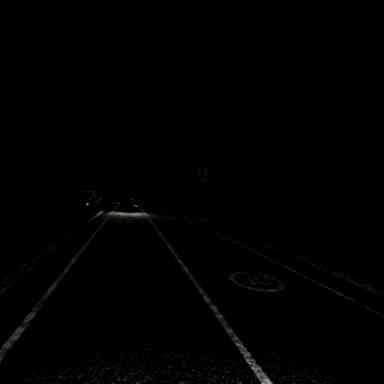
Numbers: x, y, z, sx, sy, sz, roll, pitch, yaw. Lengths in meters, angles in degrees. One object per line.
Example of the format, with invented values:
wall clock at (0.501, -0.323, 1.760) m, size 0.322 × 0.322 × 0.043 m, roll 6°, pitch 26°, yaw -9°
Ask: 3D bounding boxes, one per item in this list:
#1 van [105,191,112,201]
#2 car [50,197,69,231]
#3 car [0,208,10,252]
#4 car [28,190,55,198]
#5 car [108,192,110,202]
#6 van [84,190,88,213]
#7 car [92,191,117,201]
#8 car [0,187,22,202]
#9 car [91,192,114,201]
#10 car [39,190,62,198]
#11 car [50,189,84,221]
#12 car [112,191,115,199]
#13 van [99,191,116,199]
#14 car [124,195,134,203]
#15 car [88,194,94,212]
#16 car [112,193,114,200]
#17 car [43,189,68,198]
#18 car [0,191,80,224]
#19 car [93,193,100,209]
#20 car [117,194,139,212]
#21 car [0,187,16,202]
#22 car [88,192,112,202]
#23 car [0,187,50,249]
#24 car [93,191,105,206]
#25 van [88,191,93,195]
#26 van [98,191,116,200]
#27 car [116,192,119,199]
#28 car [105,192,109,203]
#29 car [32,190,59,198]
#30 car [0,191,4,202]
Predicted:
van at (-15.821, 0.853, 53.872) m, size 4.442 × 1.987 × 1.878 m, roll 3°, pitch -1°, yaw -11°
car at (-8.575, 1.089, 15.302) m, size 4.892 × 1.521 × 2.231 m, roll 3°, pitch 0°, yaw -11°
car at (-6.997, 1.134, 7.047) m, size 4.892 × 1.521 × 2.231 m, roll 3°, pitch 0°, yaw -11°
car at (-32.938, 0.524, 73.046) m, size 4.892 × 1.521 × 2.231 m, roll 3°, pitch -1°, yaw -11°
car at (-15.071, 1.051, 48.306) m, size 5.366 × 1.575 × 1.946 m, roll 3°, pitch -1°, yaw -11°
van at (-10.019, 0.852, 23.588) m, size 4.442 × 1.987 × 1.878 m, roll 3°, pitch 0°, yaw -11°
car at (-20.659, 0.876, 78.633) m, size 5.566 × 2.045 × 2.435 m, roll 3°, pitch -1°, yaw -11°
car at (-28.142, 0.221, 48.283) m, size 5.566 × 2.045 × 2.435 m, roll 3°, pitch -1°, yaw -11°
car at (-19.606, 0.990, 73.126) m, size 4.553 × 1.767 × 2.185 m, roll 3°, pitch -1°, yaw -11°
car at (-34.526, 0.414, 81.220) m, size 4.553 × 1.767 × 2.185 m, roll 3°, pitch -1°, yaw -11°
car at (-9.109, 0.829, 18.055) m, size 5.566 × 2.045 × 2.435 m, roll 3°, pitch 0°, yaw -11°
car at (-17.524, 1.091, 62.108) m, size 5.008 × 1.535 × 2.097 m, roll 3°, pitch -1°, yaw -11°
van at (-23.443, 0.925, 92.371) m, size 4.442 × 1.987 × 1.878 m, roll 3°, pitch -1°, yaw -11°
car at (-12.283, 1.295, 64.729) m, size 1.837 × 1.490 × 4.892 m, roll 3°, pitch -1°, yaw -11°
car at (-10.663, 1.070, 26.320) m, size 4.892 × 1.521 × 2.231 m, roll 3°, pitch 0°, yaw -11°
car at (-16.974, 1.116, 59.359) m, size 4.792 × 1.488 × 2.163 m, roll 3°, pitch -1°, yaw -11°
car at (-35.564, 0.300, 86.675) m, size 5.566 × 2.045 × 2.435 m, roll 3°, pitch -1°, yaw -11°
car at (-9.580, 0.951, 20.817) m, size 4.553 × 1.767 × 2.185 m, roll 3°, pitch 0°, yaw -11°
car at (-11.718, 1.062, 31.826) m, size 5.008 × 1.535 × 2.097 m, roll 3°, pitch 0°, yaw -11°
car at (-6.881, 1.325, 36.330) m, size 1.882 × 1.535 × 5.008 m, roll 3°, pitch -1°, yaw -11°
car at (-27.640, 0.216, 45.669) m, size 5.566 × 2.045 × 2.435 m, roll 3°, pitch -1°, yaw -11°
car at (-18.611, 0.976, 67.608) m, size 4.553 × 1.767 × 2.185 m, roll 3°, pitch -1°, yaw -11°
car at (-7.540, 0.862, 9.793) m, size 5.566 × 2.045 × 2.435 m, roll 3°, pitch 0°, yaw -11°
car at (-12.267, 0.807, 34.575) m, size 5.566 × 2.045 × 2.435 m, roll 3°, pitch 0°, yaw -11°
van at (-11.300, 0.834, 29.051) m, size 4.442 × 1.987 × 1.878 m, roll 3°, pitch 0°, yaw -11°
van at (-22.915, 0.919, 89.618) m, size 4.442 × 1.987 × 1.878 m, roll 3°, pitch -1°, yaw -11°
car at (-20.131, 0.871, 75.880) m, size 5.566 × 2.045 × 2.435 m, roll 3°, pitch -1°, yaw -11°
car at (-14.357, 1.058, 45.592) m, size 5.008 × 1.535 × 2.097 m, roll 3°, pitch -1°, yaw -11°
car at (-33.274, 0.535, 75.809) m, size 5.366 × 1.575 × 1.946 m, roll 3°, pitch -1°, yaw -11°
car at (-27.131, 0.501, 42.806) m, size 4.674 × 1.452 × 2.002 m, roll 3°, pitch -1°, yaw -11°
